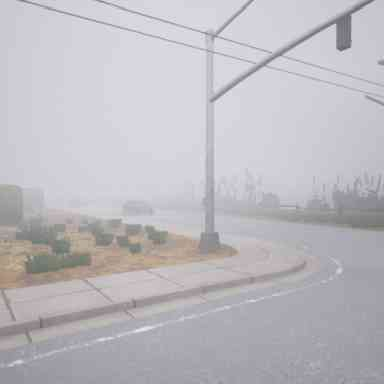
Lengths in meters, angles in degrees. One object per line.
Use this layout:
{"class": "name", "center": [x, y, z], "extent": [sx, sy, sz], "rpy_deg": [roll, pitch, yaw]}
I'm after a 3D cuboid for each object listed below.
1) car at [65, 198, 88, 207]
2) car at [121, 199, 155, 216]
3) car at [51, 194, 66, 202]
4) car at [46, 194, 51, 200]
{"class": "car", "center": [-17.432, 1.564, 50.842], "extent": [1.895, 1.301, 4.718], "rpy_deg": [0, 0, -33]}
{"class": "car", "center": [-5.277, 1.468, 31.999], "extent": [1.837, 1.490, 4.892], "rpy_deg": [0, 0, -33]}
{"class": "car", "center": [-30.980, 1.318, 78.076], "extent": [2.097, 1.767, 4.553], "rpy_deg": [0, 0, -33]}
{"class": "car", "center": [-36.570, 1.342, 86.663], "extent": [2.033, 1.411, 5.357], "rpy_deg": [0, 0, -37]}
